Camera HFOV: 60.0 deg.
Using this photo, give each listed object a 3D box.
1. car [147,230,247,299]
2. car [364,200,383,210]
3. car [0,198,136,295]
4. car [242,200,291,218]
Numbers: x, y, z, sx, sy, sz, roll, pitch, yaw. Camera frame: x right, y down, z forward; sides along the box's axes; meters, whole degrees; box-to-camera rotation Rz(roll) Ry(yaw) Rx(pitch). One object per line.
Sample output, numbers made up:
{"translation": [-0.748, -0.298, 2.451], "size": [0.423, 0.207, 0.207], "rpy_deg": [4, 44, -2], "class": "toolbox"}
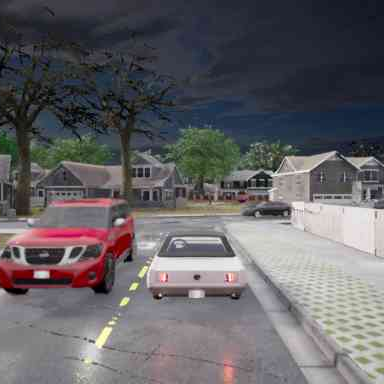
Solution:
{"translation": [0.097, 1.602, 8.374], "size": [1.895, 1.301, 4.718], "rpy_deg": [0, 0, 0], "class": "car"}
{"translation": [18.467, 1.603, 34.059], "size": [4.892, 1.490, 1.837], "rpy_deg": [-1, 0, -16], "class": "car"}
{"translation": [-2.911, 1.223, 9.116], "size": [2.150, 2.045, 5.566], "rpy_deg": [0, 0, -1], "class": "car"}
{"translation": [6.780, 1.552, 30.145], "size": [4.892, 1.490, 1.837], "rpy_deg": [0, 0, -19], "class": "car"}
